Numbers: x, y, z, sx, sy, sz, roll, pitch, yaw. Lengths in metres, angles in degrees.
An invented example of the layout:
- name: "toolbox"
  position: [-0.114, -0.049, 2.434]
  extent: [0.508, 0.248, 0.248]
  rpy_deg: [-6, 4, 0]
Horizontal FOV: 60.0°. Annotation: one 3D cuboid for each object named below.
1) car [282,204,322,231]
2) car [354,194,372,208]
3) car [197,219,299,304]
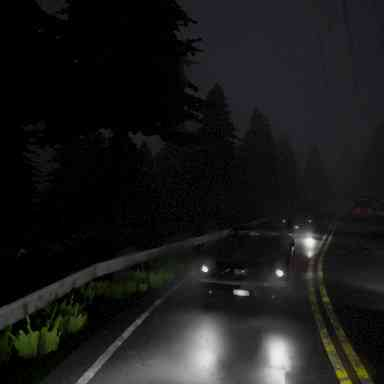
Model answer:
- name: "car"
  position: [6.719, 1.457, 20.059]
  extent: [2.033, 1.411, 5.357]
  rpy_deg: [-2, 0, 26]
- name: "car"
  position: [20.716, 1.051, 40.209]
  extent: [2.128, 1.511, 4.902]
  rpy_deg: [-2, 0, 28]
- name: "car"
  position: [1.613, 1.597, 8.429]
  extent: [1.895, 1.301, 4.718]
  rpy_deg: [-1, 0, 18]
